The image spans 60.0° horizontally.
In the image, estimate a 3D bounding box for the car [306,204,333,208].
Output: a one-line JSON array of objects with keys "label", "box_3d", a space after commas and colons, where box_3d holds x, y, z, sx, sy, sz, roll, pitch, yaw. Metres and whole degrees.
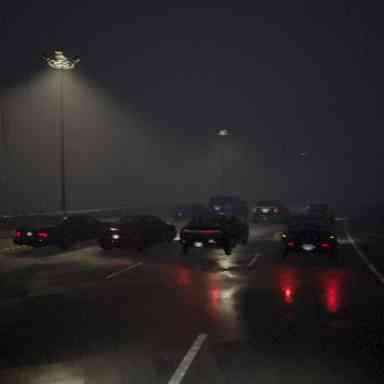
[{"label": "car", "box_3d": [9.537, 1.564, 24.917, 1.994, 1.385, 4.181, -1, 0, 26]}]

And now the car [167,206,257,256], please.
[{"label": "car", "box_3d": [1.057, 1.561, 13.580, 2.128, 1.511, 4.902, -1, 0, 20]}]

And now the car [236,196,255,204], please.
[{"label": "car", "box_3d": [11.870, 1.766, 73.276, 1.837, 1.490, 4.892, -1, 0, 39]}]

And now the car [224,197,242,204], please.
[{"label": "car", "box_3d": [9.317, 1.822, 75.672, 1.837, 1.490, 4.892, -1, 0, 39]}]

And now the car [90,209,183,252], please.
[{"label": "car", "box_3d": [-2.244, 1.695, 14.735, 1.994, 1.385, 4.181, -1, 0, 20]}]

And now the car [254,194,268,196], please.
[{"label": "car", "box_3d": [14.406, 1.431, 70.854, 2.150, 2.045, 5.566, -1, 0, 39]}]

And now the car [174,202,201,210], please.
[{"label": "car", "box_3d": [0.088, 1.663, 29.488, 1.882, 1.535, 5.008, -1, 0, 26]}]

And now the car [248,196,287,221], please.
[{"label": "car", "box_3d": [6.255, 1.412, 26.184, 2.097, 1.767, 4.553, -1, -1, 25]}]

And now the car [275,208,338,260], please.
[{"label": "car", "box_3d": [4.382, 1.532, 12.478, 1.812, 1.442, 4.674, -1, 0, 20]}]

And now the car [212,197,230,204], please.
[{"label": "car", "box_3d": [6.746, 1.973, 78.043, 1.895, 1.301, 4.718, -1, 0, 39]}]

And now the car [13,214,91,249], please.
[{"label": "car", "box_3d": [-5.645, 1.740, 15.649, 2.033, 1.411, 5.357, -1, 0, 20]}]

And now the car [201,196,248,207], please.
[{"label": "car", "box_3d": [3.043, 1.341, 27.593, 2.150, 2.045, 5.566, -1, 0, 25]}]
